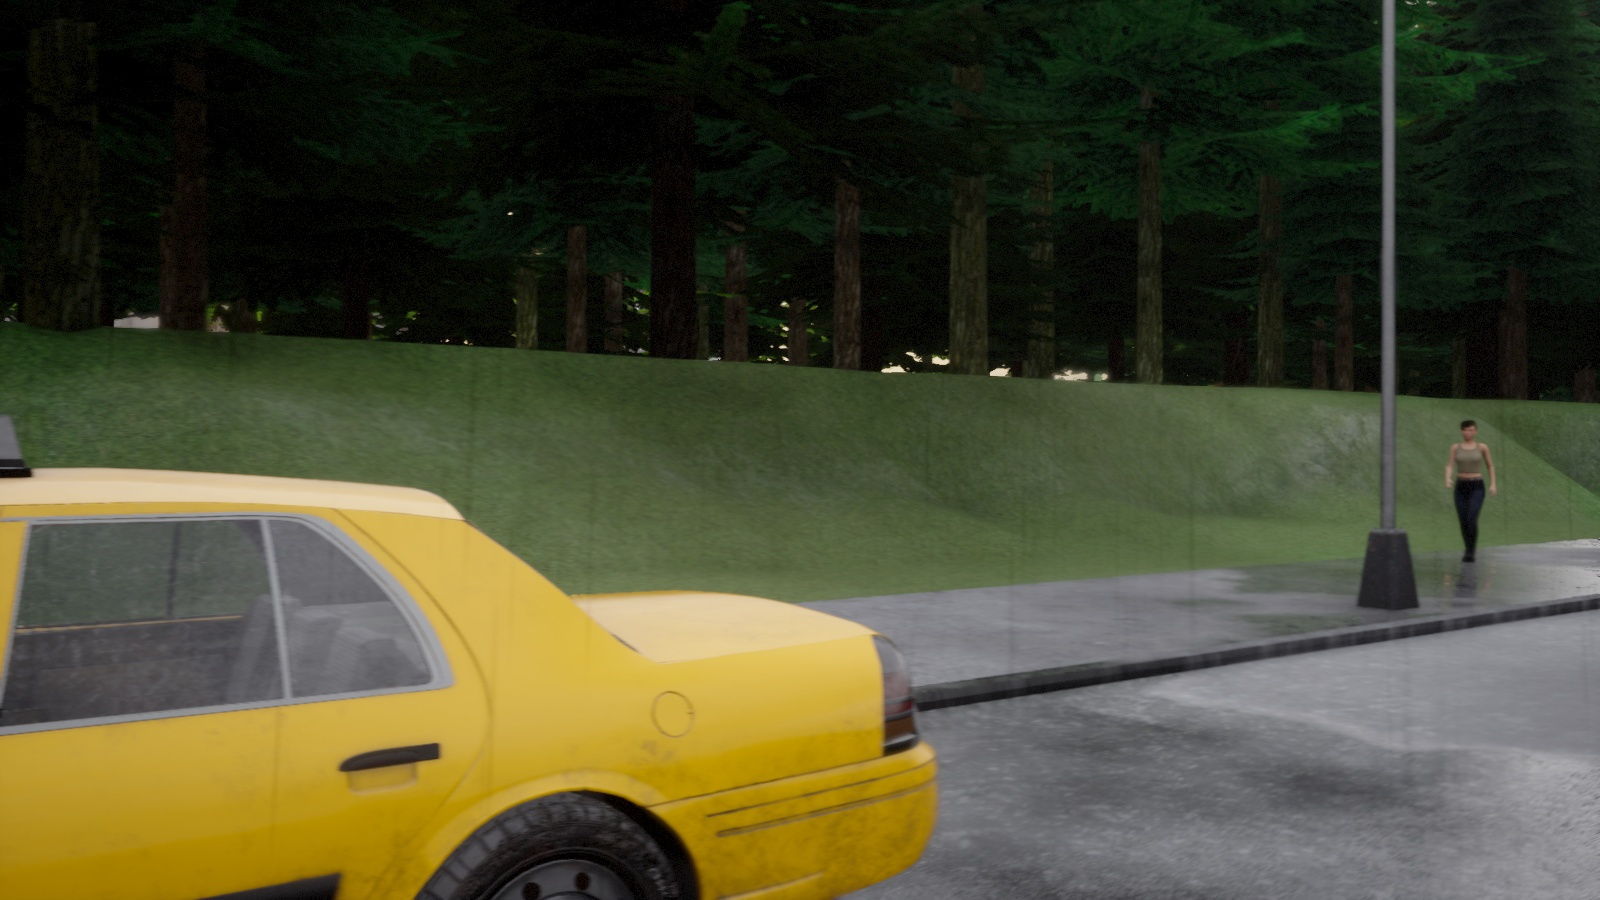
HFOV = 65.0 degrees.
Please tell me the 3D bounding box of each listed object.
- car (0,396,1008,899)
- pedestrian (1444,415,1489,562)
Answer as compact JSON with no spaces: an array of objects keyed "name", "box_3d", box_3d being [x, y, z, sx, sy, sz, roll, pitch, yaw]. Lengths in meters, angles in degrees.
[{"name":"car","box_3d":[-2.124,0.695,2.791,5.366,1.575,1.801,0,0,-35]},{"name":"pedestrian","box_3d":[8.506,0.476,16.022,0.345,1.836,0.594,0,0,44]}]
